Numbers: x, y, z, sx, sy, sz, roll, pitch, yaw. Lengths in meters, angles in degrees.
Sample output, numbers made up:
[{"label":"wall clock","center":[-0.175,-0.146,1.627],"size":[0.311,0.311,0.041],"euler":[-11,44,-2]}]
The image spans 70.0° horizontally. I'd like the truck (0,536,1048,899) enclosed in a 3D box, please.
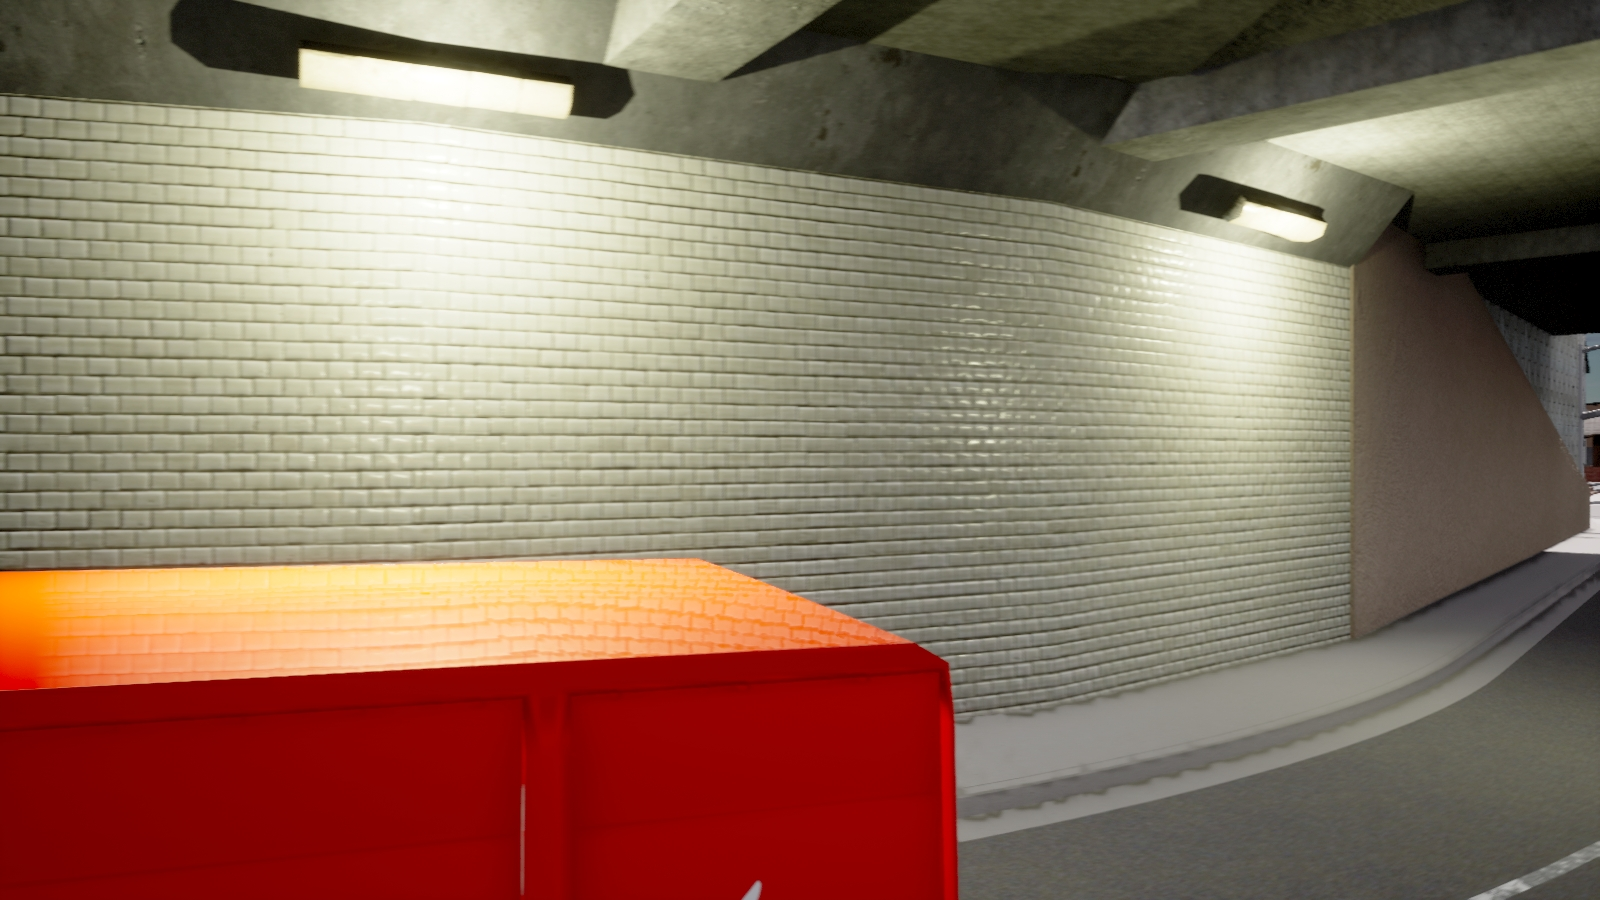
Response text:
[{"label":"truck","center":[-2.463,1.570,2.363],"size":[5.204,2.467,2.627],"euler":[0,0,-18]}]
